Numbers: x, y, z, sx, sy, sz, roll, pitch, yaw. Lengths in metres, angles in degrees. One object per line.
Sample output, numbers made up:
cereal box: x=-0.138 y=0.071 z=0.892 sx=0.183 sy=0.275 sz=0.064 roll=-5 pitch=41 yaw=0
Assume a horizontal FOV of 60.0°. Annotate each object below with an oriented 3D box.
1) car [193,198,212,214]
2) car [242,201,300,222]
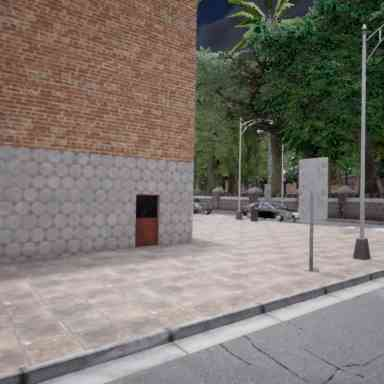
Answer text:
car: x=0.042 y=1.335 z=33.758 sx=2.097 sy=1.767 sz=4.553 roll=2 pitch=-1 yaw=-36
car: x=5.977 y=1.480 z=25.543 sx=2.128 sy=1.511 sz=4.902 roll=2 pitch=-1 yaw=-36
